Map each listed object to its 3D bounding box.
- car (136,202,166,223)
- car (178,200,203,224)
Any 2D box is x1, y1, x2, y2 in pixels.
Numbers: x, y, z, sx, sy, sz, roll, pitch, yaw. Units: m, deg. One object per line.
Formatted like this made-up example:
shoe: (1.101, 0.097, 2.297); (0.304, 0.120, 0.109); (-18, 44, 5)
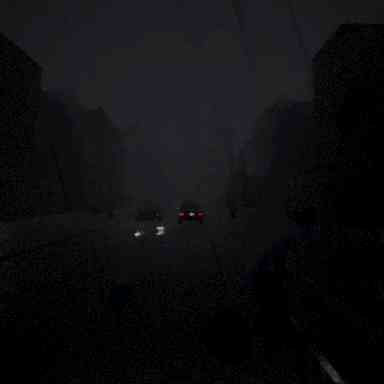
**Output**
car: (-3.162, 1.516, 26.224); (1.882, 1.535, 5.008); (0, 0, 1)
car: (-0.100, 1.586, 25.450); (2.033, 1.411, 5.357); (0, 0, -1)
